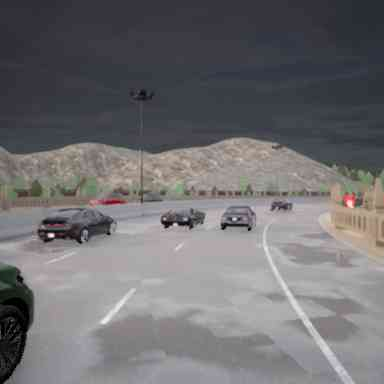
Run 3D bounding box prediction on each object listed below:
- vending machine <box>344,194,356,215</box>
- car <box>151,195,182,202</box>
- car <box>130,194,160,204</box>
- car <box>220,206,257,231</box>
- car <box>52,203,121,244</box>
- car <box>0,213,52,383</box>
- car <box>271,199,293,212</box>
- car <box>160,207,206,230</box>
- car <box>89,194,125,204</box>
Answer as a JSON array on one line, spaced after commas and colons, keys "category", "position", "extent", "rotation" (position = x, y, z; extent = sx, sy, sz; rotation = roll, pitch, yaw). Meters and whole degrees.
[{"category": "vending machine", "position": [16.508, 1.314, 34.819], "extent": [1.100, 2.100, 0.880], "rotation": [0, 0, 27]}, {"category": "car", "position": [-2.963, 1.534, 44.742], "extent": [2.128, 1.511, 4.902], "rotation": [0, 0, 27]}, {"category": "car", "position": [-6.247, 1.254, 46.038], "extent": [2.150, 2.045, 5.566], "rotation": [0, 0, 27]}, {"category": "car", "position": [3.053, 1.588, 21.202], "extent": [2.033, 1.411, 5.357], "rotation": [0, 0, 15]}, {"category": "car", "position": [-5.241, 1.500, 15.760], "extent": [1.837, 1.490, 4.892], "rotation": [0, 0, 10]}, {"category": "car", "position": [-3.269, 1.209, 2.150], "extent": [2.150, 2.045, 5.566], "rotation": [0, 0, 2]}, {"category": "car", "position": [11.138, 1.606, 41.035], "extent": [1.837, 1.490, 4.892], "rotation": [0, 0, 28]}, {"category": "car", "position": [-0.420, 1.626, 21.614], "extent": [1.895, 1.301, 4.718], "rotation": [0, 0, 14]}, {"category": "car", "position": [-11.134, 1.229, 43.931], "extent": [2.150, 2.045, 5.566], "rotation": [0, -1, 24]}]
